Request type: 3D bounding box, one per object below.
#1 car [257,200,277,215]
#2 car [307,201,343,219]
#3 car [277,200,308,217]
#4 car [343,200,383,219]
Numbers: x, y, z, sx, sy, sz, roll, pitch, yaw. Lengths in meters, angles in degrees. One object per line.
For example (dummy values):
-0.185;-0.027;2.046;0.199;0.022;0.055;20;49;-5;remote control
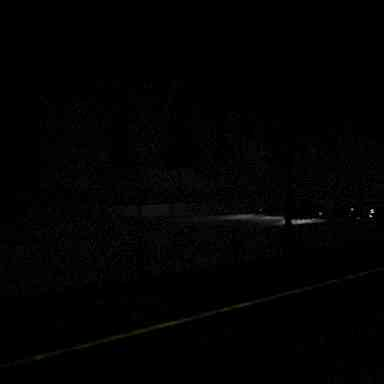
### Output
9.189;1.638;36.314;4.902;1.511;2.128;0;0;-35;car
13.285;1.642;30.640;4.902;1.511;2.128;0;0;-35;car
11.241;1.640;33.481;4.902;1.511;2.128;0;0;-35;car
14.965;1.505;27.539;4.553;1.767;2.097;0;0;-35;car
